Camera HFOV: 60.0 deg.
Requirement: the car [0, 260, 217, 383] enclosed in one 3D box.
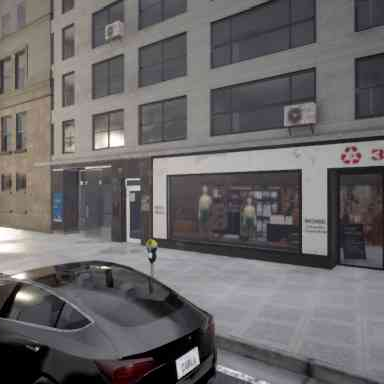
[{"bbox_3d":[-1.725,1.566,4.200,4.313,1.339,1.947,0,0,36],"label":"car"}]
